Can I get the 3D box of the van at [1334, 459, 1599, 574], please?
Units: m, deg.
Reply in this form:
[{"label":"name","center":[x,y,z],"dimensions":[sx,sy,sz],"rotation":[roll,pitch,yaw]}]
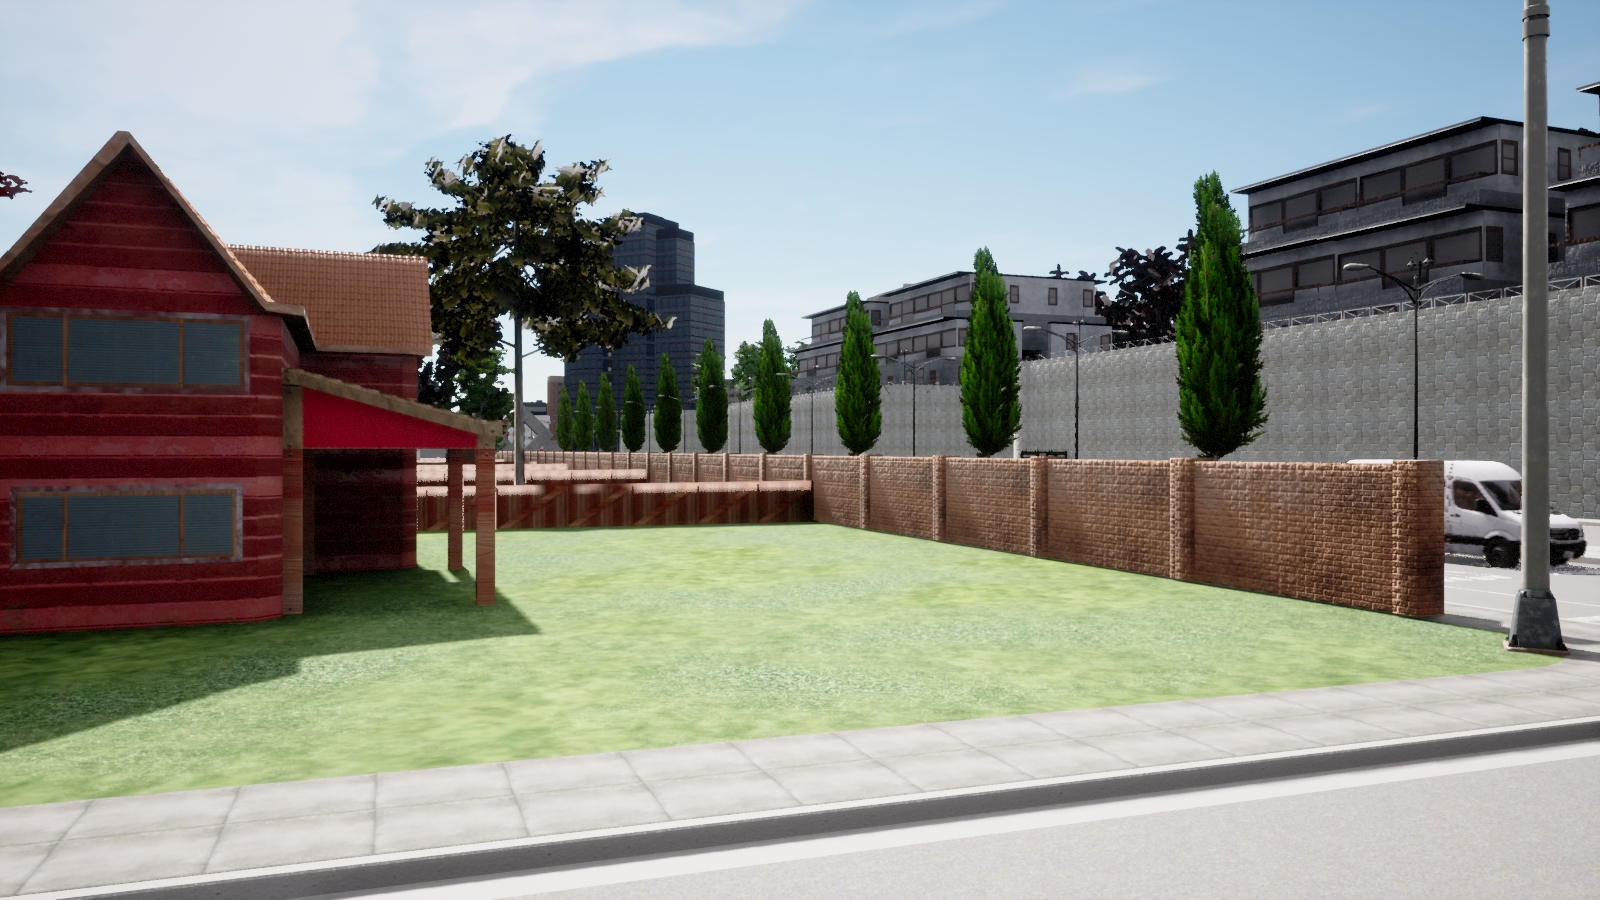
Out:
[{"label":"van","center":[16.664,1.535,29.043],"dimensions":[1.988,2.561,5.915],"rotation":[0,0,-21]}]
